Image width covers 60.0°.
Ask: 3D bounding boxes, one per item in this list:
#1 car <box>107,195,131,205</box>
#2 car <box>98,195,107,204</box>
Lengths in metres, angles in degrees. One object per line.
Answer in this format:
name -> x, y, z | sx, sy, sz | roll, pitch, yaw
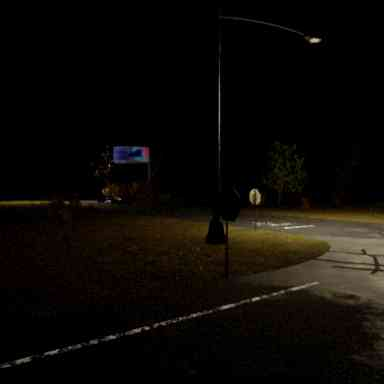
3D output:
car -> -11.846, 1.434, 55.267 | 2.033, 1.411, 5.357 | 0, 0, -33
car -> -15.826, 1.365, 61.189 | 2.128, 1.511, 4.902 | 0, 0, -34
